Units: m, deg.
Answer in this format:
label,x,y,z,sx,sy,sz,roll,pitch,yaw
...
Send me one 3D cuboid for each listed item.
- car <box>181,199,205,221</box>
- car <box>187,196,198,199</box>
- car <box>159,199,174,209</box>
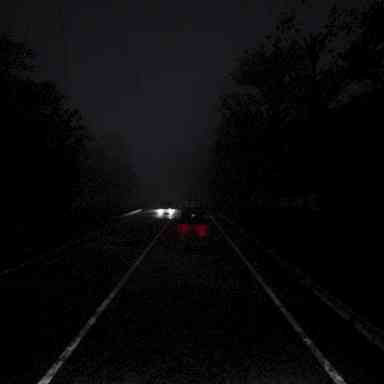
label,x,y,z,sx,sy,sz,roll,pitch,yaw
car,0.085,1.547,26.901,1.812,1.442,4.674,0,0,0
car,0.093,1.368,44.630,2.097,1.767,4.553,0,0,0
car,-3.581,1.612,46.822,1.895,1.301,4.718,0,0,0
